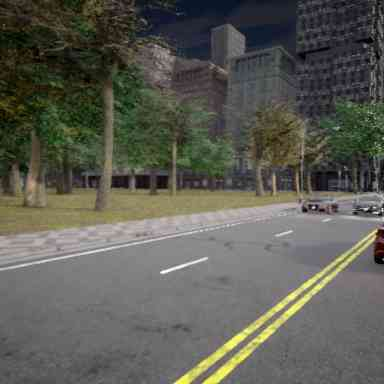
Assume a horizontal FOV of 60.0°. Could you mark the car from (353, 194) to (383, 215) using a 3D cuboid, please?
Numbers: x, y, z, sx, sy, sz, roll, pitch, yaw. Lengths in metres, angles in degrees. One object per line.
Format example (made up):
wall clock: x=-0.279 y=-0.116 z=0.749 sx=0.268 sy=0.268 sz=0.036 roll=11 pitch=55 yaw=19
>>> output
car: x=13.579 y=0.956 z=25.218 sx=1.837 sy=1.490 sz=4.892 roll=2 pitch=2 yaw=36

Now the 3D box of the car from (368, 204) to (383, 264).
car: x=6.852 y=1.269 z=10.090 sx=1.882 sy=1.535 sz=5.008 roll=2 pitch=2 yaw=36

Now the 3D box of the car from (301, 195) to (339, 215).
car: x=10.036 y=0.939 z=25.870 sx=1.994 sy=1.385 sz=4.181 roll=2 pitch=2 yaw=36
